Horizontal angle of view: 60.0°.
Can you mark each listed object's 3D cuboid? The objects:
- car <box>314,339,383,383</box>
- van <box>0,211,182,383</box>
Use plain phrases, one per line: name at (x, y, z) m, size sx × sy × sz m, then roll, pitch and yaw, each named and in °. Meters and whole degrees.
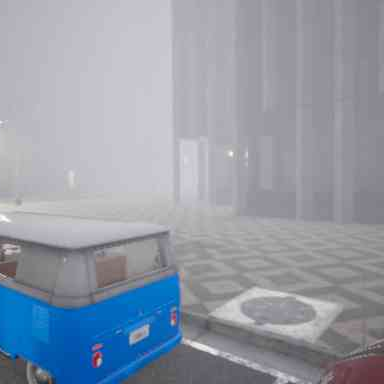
car at (2.397, 1.368, 1.239) m, size 4.097 × 1.590 × 1.967 m, roll 1°, pitch 2°, yaw 37°
van at (-2.028, 1.219, 4.545) m, size 3.998 × 1.788 × 1.690 m, roll 1°, pitch 2°, yaw 37°
